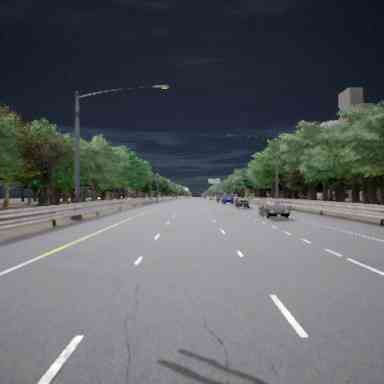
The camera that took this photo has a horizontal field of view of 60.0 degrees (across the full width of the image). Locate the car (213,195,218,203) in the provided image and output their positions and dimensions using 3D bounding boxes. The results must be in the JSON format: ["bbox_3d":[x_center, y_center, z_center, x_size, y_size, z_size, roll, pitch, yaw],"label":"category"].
[{"bbox_3d":[7.268,1.687,84.296,2.150,2.045,5.566,0,-1,0],"label":"car"}]

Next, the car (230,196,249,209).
[{"bbox_3d":[7.063,1.584,47.952,1.837,1.490,4.892,0,0,0],"label":"car"}]

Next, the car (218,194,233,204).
[{"bbox_3d":[7.153,1.470,67.243,2.150,2.045,5.566,0,-1,0],"label":"car"}]

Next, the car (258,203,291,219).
[{"bbox_3d":[7.012,1.613,28.937,1.895,1.301,4.718,0,0,0],"label":"car"}]
